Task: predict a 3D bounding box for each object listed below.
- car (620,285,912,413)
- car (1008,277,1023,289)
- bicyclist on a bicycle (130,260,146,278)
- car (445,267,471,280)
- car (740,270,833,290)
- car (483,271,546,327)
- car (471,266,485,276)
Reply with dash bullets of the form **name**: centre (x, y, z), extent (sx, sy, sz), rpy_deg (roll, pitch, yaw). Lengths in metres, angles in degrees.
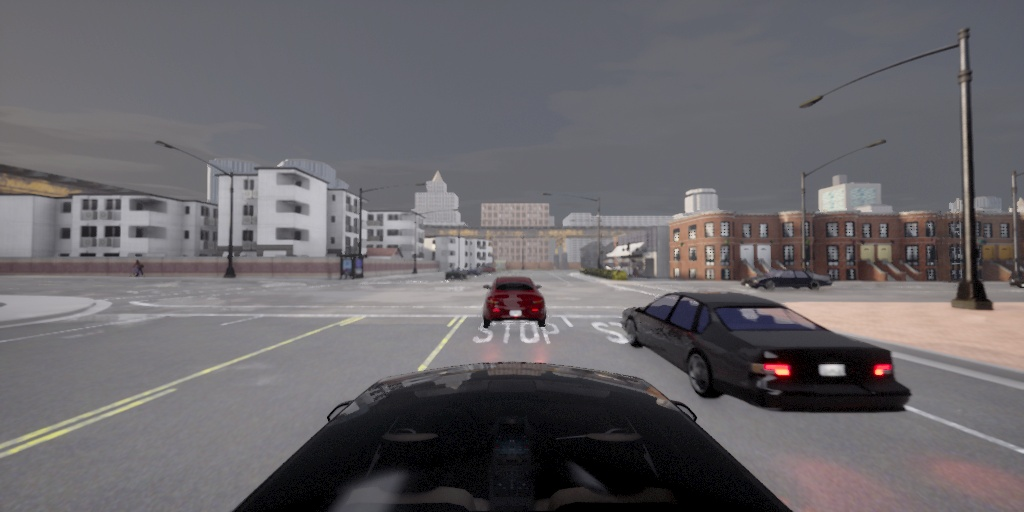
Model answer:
- **car**: centre (3.580, 1.342, 6.509), extent (2.033, 1.411, 5.357), rpy_deg (0, -1, 0)
- **car**: centre (38.120, 1.650, 24.760), extent (5.357, 1.411, 2.033), rpy_deg (0, -1, 1)
- **bicyclist on a bicycle**: centre (-33.999, 1.160, 32.618), extent (0.582, 1.620, 1.656), rpy_deg (1, -1, -11)
- **car**: centre (-6.537, 2.105, 42.327), extent (1.895, 1.301, 4.718), rpy_deg (0, -1, 3)
- **car**: centre (19.227, 1.659, 25.221), extent (5.357, 1.411, 2.033), rpy_deg (0, -1, 1)
- **car**: centre (0.019, 1.385, 11.854), extent (1.812, 1.442, 4.674), rpy_deg (0, -1, -2)
- **car**: centre (-5.840, 2.387, 54.541), extent (1.895, 1.301, 4.718), rpy_deg (0, -1, 4)
